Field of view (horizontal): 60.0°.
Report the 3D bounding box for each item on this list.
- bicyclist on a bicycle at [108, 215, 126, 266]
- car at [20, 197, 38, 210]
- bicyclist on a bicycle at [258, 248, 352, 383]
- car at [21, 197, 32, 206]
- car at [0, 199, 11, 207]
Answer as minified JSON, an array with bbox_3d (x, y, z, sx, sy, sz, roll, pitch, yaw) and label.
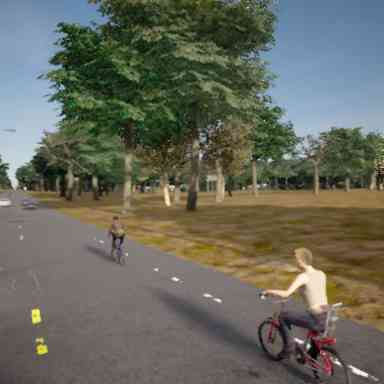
[{"bbox_3d":[-2.553,1.624,11.300,0.582,1.620,1.656,0,-1,-28],"label":"bicyclist on a bicycle"},{"bbox_3d":[-24.905,1.915,51.206,2.128,1.511,4.902,0,0,-28],"label":"car"},{"bbox_3d":[1.320,1.493,4.154,0.866,1.612,1.509,0,-1,-29],"label":"bicyclist on a bicycle"},{"bbox_3d":[-33.077,1.838,66.255,1.837,1.490,4.892,0,0,-28],"label":"car"},{"bbox_3d":[-32.823,1.905,58.347,1.812,1.442,4.674,0,0,-28],"label":"car"}]
